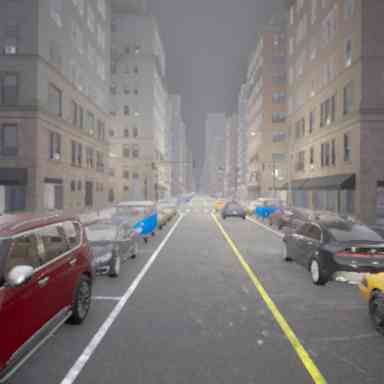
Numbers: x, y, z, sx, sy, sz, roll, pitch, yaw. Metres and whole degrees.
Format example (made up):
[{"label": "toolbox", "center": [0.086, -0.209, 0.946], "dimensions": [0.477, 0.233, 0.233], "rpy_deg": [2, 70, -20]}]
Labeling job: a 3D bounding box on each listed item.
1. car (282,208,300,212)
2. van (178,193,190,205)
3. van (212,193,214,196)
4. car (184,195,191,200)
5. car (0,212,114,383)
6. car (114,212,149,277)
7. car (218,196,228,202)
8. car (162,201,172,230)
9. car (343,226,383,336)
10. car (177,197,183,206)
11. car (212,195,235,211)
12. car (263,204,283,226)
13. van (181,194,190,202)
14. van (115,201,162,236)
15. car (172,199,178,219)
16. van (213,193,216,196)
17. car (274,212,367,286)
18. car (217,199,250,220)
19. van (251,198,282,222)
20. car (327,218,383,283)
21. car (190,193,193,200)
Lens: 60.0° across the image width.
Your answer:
[{"label": "car", "center": [5.924, 1.621, 15.524], "dimensions": [2.008, 1.369, 4.403], "rpy_deg": [1, 0, 1]}, {"label": "van", "center": [-1.782, 1.314, 59.861], "dimensions": [1.690, 1.788, 3.998], "rpy_deg": [1, 0, 1]}, {"label": "van", "center": [7.361, 1.358, 93.226], "dimensions": [1.690, 1.788, 3.998], "rpy_deg": [1, 0, 1]}, {"label": "car", "center": [-1.165, 1.474, 93.373], "dimensions": [1.887, 1.381, 4.507], "rpy_deg": [1, 0, 1]}, {"label": "car", "center": [-2.807, 1.289, 4.334], "dimensions": [2.192, 1.841, 5.009], "rpy_deg": [1, 0, 1]}, {"label": "car", "center": [-2.705, 1.529, 10.000], "dimensions": [2.008, 1.369, 4.403], "rpy_deg": [1, 0, 1]}, {"label": "car", "center": [7.049, 1.613, 76.474], "dimensions": [1.947, 1.339, 4.313], "rpy_deg": [1, 0, 1]}, {"label": "car", "center": [-2.498, 1.509, 21.166], "dimensions": [1.752, 1.417, 4.829], "rpy_deg": [1, 0, 1]}, {"label": "car", "center": [3.826, 1.498, 3.715], "dimensions": [1.801, 1.575, 5.366], "rpy_deg": [1, 0, 1]}, {"label": "car", "center": [-2.286, 1.532, 32.670], "dimensions": [2.008, 1.369, 4.403], "rpy_deg": [1, 0, 1]}, {"label": "car", "center": [3.758, 1.518, 41.053], "dimensions": [1.882, 1.535, 5.008], "rpy_deg": [1, 0, 1]}, {"label": "car", "center": [6.028, 1.654, 21.193], "dimensions": [1.802, 1.307, 4.206], "rpy_deg": [1, 0, 1]}, {"label": "van", "center": [-1.473, 1.300, 76.616], "dimensions": [1.690, 1.788, 3.998], "rpy_deg": [1, 0, 1]}, {"label": "van", "center": [-2.598, 1.323, 15.668], "dimensions": [1.690, 1.788, 3.998], "rpy_deg": [1, 0, 1]}, {"label": "car", "center": [-2.394, 1.509, 26.834], "dimensions": [1.752, 1.417, 4.829], "rpy_deg": [1, 0, 1]}, {"label": "van", "center": [7.258, 1.370, 87.643], "dimensions": [1.690, 1.788, 3.998], "rpy_deg": [1, 0, 1]}, {"label": "car", "center": [3.931, 1.551, 9.525], "dimensions": [1.837, 1.490, 4.892], "rpy_deg": [0, 0, 1]}, {"label": "car", "center": [3.511, 1.608, 28.913], "dimensions": [1.994, 1.385, 4.181], "rpy_deg": [1, 0, 1]}, {"label": "van", "center": [6.135, 1.412, 26.863], "dimensions": [1.690, 1.788, 3.998], "rpy_deg": [1, 0, 1]}, {"label": "car", "center": [5.819, 1.632, 9.857], "dimensions": [1.947, 1.339, 4.313], "rpy_deg": [1, 0, 1]}, {"label": "car", "center": [-1.576, 1.280, 71.032], "dimensions": [2.192, 1.841, 5.009], "rpy_deg": [1, 0, 1]}]
